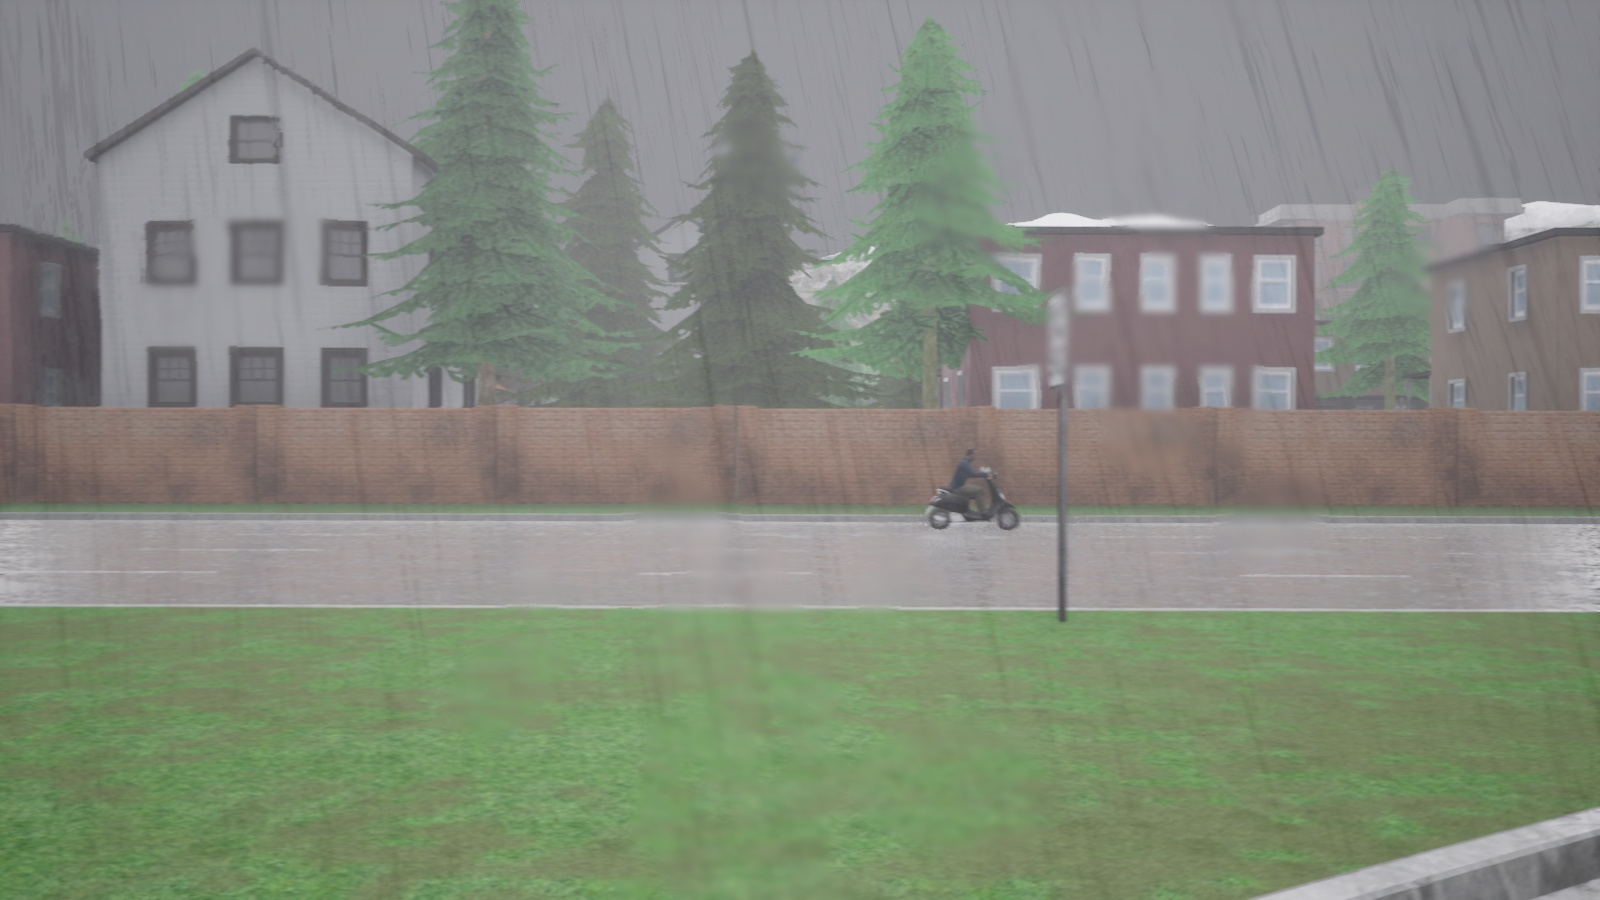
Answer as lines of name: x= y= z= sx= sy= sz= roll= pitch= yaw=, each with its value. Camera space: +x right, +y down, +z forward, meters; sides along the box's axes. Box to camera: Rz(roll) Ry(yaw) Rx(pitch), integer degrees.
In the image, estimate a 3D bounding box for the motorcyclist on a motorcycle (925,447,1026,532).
motorcyclist on a motorcycle: x=3.338 y=0.737 z=24.039 sx=1.817 sy=1.590 sz=0.866 roll=0 pitch=0 yaw=1
